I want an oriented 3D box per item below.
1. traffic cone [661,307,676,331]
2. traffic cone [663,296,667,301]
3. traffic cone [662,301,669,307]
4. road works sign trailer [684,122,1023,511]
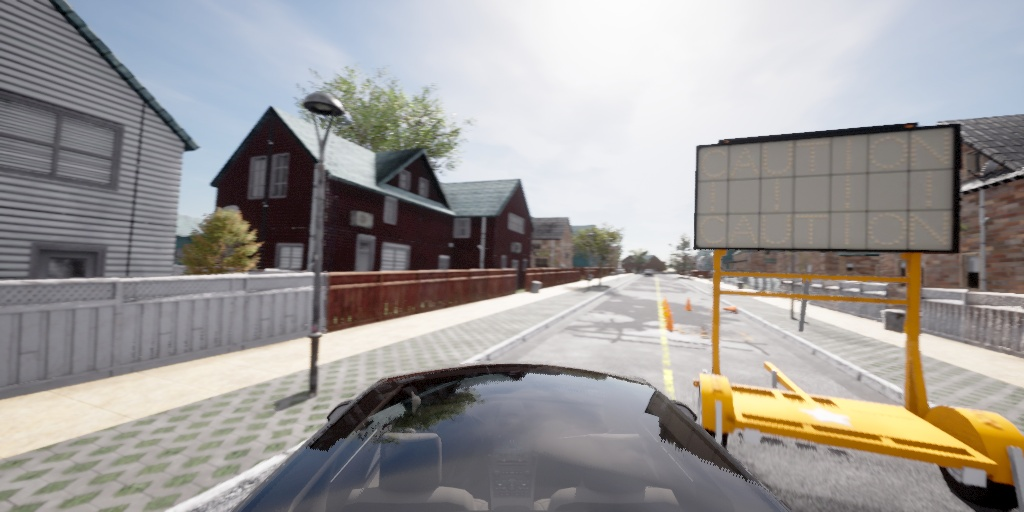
[{"bbox_3d":[4.906,1.990,11.177,0.340,0.580,0.340,0,0,22],"label":"traffic cone"},{"bbox_3d":[6.388,2.092,14.891,0.340,0.580,0.340,0,0,22],"label":"traffic cone"},{"bbox_3d":[5.647,2.041,13.034,0.340,0.580,0.340,0,0,22],"label":"traffic cone"},{"bbox_3d":[3.396,0.353,4.248,2.380,3.560,2.880,0,0,22],"label":"road works sign trailer"}]
